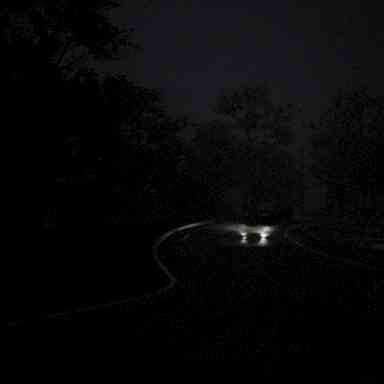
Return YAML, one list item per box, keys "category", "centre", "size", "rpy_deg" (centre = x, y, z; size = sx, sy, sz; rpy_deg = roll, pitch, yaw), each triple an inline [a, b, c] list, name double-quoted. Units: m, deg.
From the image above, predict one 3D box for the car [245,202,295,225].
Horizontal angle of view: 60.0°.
- category: "car"
  centre: [5.781, 1.480, 24.471]
  size: [1.882, 1.535, 5.008]
  rpy_deg: [-1, -1, 42]
